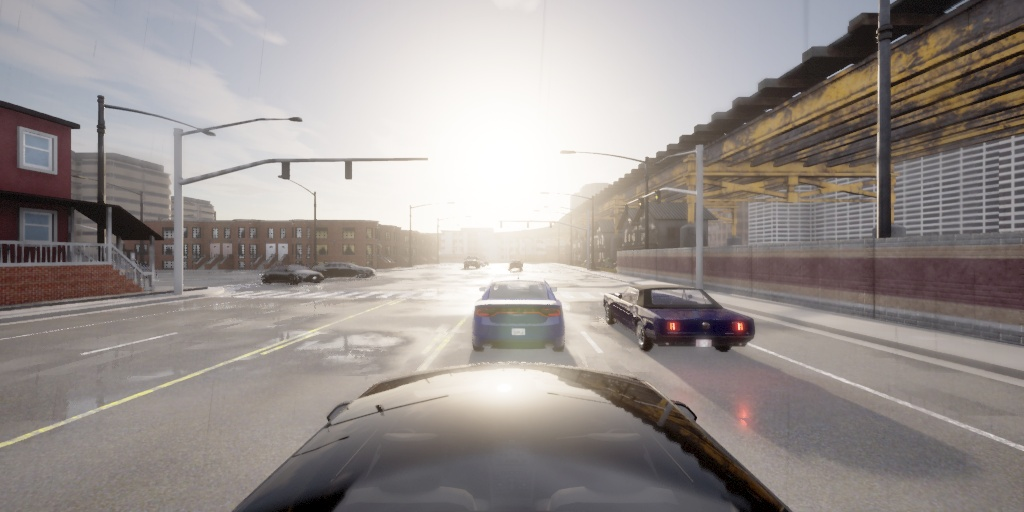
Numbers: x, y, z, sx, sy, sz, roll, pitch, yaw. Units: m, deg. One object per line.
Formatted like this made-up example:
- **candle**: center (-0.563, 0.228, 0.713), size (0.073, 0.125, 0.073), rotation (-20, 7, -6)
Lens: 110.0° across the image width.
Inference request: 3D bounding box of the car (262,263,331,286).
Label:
- **car**: center (-15.254, 1.315, 25.019), size (4.181, 1.385, 1.994), rotation (0, 0, 20)

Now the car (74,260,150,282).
- **car**: center (-30.318, 1.227, 26.468), size (5.008, 1.535, 1.882), rotation (0, 0, 1)

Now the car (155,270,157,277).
- **car**: center (-32.622, 1.101, 30.004), size (4.553, 1.767, 2.097), rotation (0, 0, 1)

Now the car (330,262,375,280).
- **car**: center (-14.315, 1.243, 30.512), size (4.902, 1.511, 2.128), rotation (0, 0, -10)

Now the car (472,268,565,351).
- **car**: center (0.157, 1.228, 9.003), size (1.882, 1.535, 5.008), rotation (0, 0, 1)

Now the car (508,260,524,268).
- **car**: center (0.546, 1.255, 50.771), size (1.837, 1.490, 4.892), rotation (0, 0, 4)

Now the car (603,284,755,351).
- **car**: center (3.656, 1.351, 8.964), size (1.895, 1.301, 4.718), rotation (0, 0, 1)

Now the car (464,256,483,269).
- **car**: center (-6.362, 0.971, 57.611), size (2.150, 2.045, 5.566), rotation (0, 0, 1)
